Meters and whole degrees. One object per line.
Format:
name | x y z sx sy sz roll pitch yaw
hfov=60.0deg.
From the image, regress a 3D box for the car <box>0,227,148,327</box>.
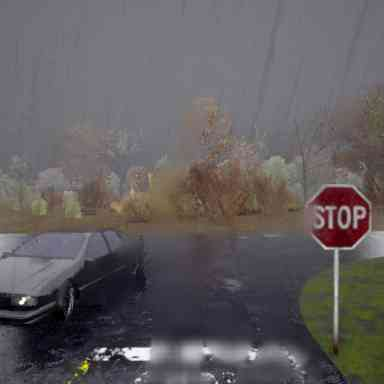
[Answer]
car | -2.682 1.547 7.647 2.033 1.411 5.357 0 0 13
